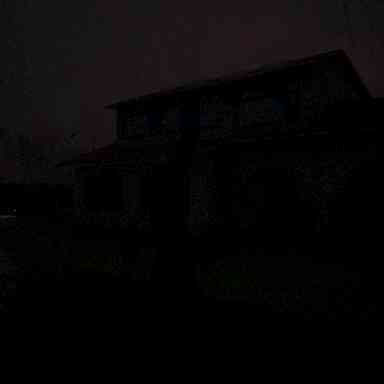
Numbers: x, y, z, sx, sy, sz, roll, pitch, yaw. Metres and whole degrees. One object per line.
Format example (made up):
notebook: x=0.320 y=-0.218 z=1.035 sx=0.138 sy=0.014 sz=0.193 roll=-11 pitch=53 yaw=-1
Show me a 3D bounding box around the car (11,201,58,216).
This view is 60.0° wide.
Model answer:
car: x=-15.554 y=1.564 z=33.025 sx=1.994 sy=1.385 sz=4.181 roll=0 pitch=0 yaw=35
